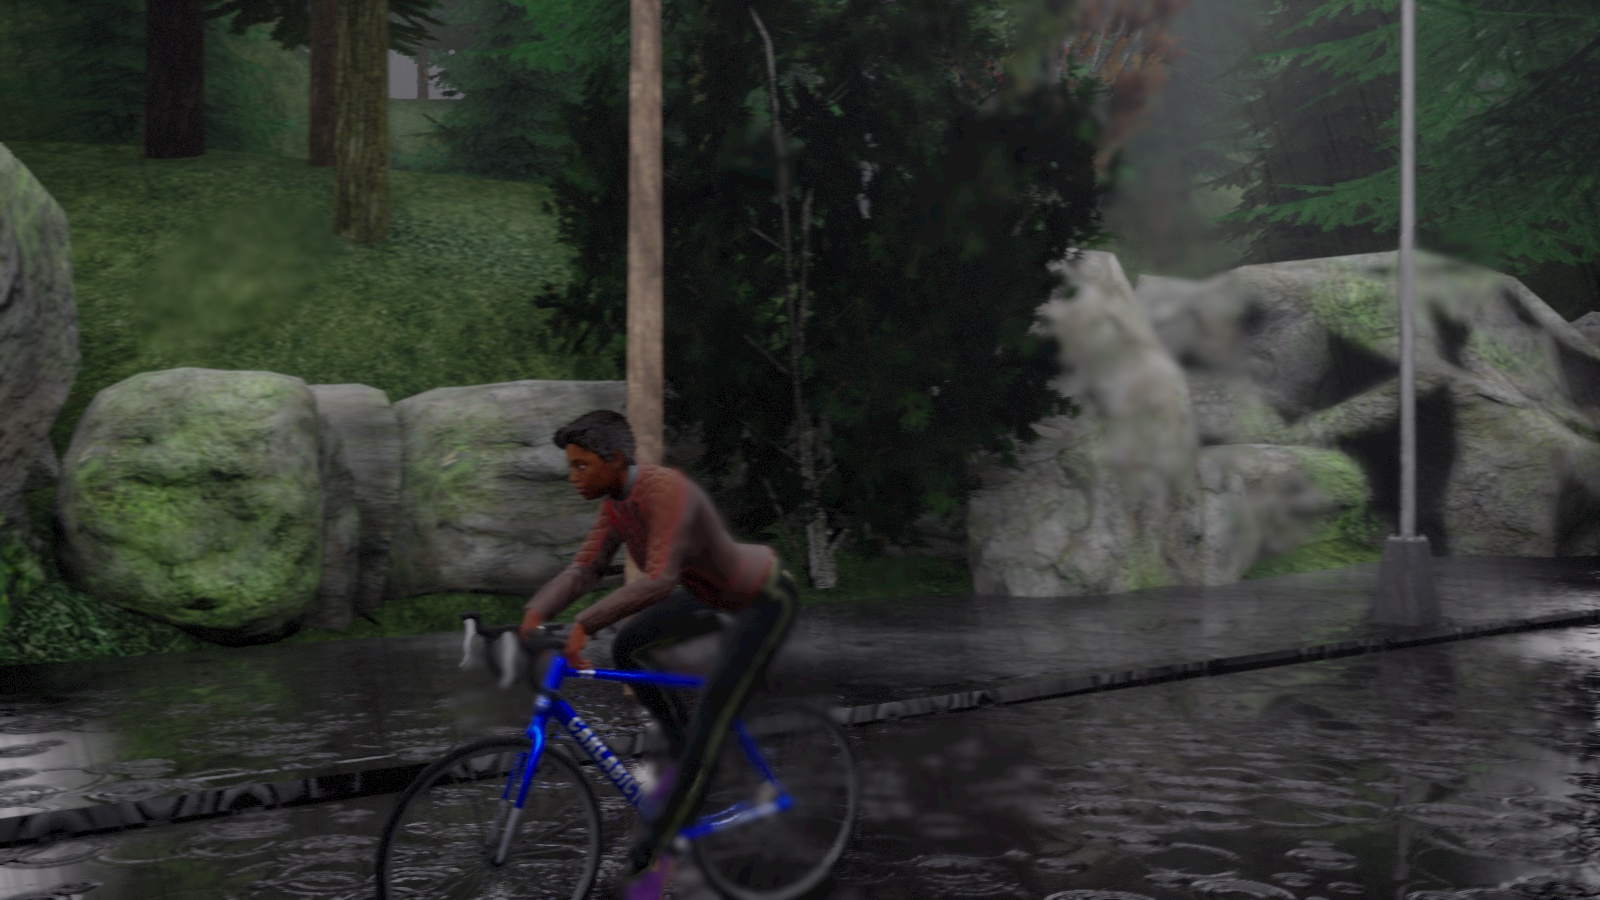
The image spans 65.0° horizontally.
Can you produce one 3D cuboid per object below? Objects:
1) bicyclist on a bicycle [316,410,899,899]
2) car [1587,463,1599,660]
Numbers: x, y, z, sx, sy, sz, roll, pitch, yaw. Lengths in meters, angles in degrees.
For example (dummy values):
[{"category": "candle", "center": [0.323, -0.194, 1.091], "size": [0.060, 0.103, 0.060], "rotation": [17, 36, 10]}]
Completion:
[{"category": "bicyclist on a bicycle", "center": [-0.540, 0.707, 3.834], "size": [1.656, 1.620, 0.582], "rotation": [0, 0, -33]}, {"category": "car", "center": [8.507, 0.797, 9.701], "size": [5.357, 1.411, 2.033], "rotation": [0, 0, -33]}]
